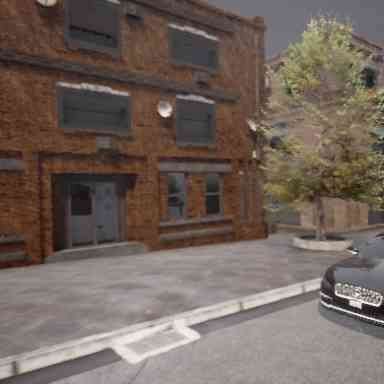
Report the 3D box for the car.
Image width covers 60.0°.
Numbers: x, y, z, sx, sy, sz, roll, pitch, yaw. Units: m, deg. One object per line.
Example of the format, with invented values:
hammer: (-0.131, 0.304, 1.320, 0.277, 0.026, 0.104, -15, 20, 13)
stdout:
car: (4.534, 1.500, 6.609, 4.892, 1.490, 1.837, 0, 0, -36)
